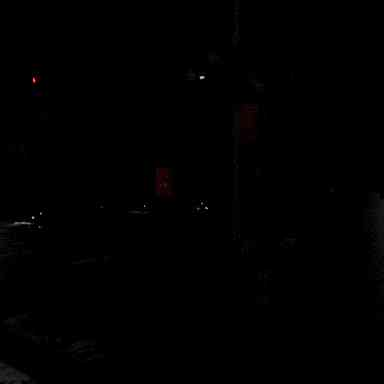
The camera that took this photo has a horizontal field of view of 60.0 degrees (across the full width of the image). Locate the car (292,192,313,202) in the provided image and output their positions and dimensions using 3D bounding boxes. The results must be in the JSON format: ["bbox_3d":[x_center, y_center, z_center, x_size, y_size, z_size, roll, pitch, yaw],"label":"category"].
[{"bbox_3d":[16.003,0.699,48.065,1.994,1.385,4.181,0,1,35],"label":"car"}]

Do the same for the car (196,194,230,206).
[{"bbox_3d":[2.720,0.896,40.711,2.033,1.411,5.357,0,1,36],"label":"car"}]

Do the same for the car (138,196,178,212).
[{"bbox_3d":[-3.227,1.090,32.197,1.994,1.385,4.181,0,1,35],"label":"car"}]

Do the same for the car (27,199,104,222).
[{"bbox_3d":[-8.935,1.249,24.030,2.033,1.411,5.357,0,1,35],"label":"car"}]

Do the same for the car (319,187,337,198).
[{"bbox_3d":[25.027,0.106,61.006,2.150,2.045,5.566,0,1,35],"label":"car"}]

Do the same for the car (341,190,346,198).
[{"bbox_3d":[28.278,0.378,59.977,1.837,1.490,4.892,0,1,34],"label":"car"}]
